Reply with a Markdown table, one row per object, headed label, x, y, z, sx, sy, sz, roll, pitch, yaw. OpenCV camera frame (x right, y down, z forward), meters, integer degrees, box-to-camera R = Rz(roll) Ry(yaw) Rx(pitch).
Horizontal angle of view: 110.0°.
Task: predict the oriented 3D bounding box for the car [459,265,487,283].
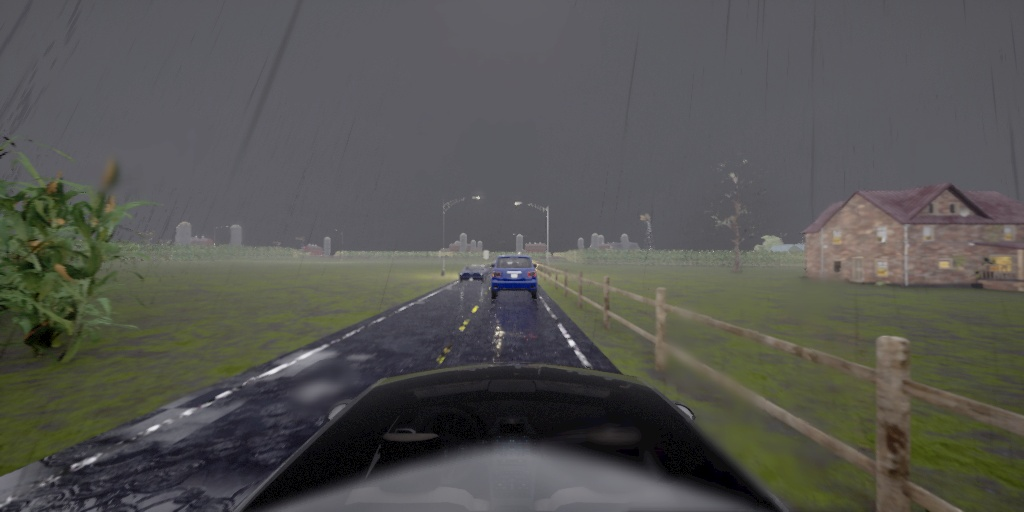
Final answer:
| label | x | y | z | sx | sy | sz | roll | pitch | yaw |
| --- | --- | --- | --- | --- | --- | --- | --- | --- | --- |
| car | -2.854 | 1.336 | 27.313 | 1.895 | 1.301 | 4.718 | 0 | 0 | 0 |

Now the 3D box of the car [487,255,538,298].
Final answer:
| label | x | y | z | sx | sy | sz | roll | pitch | yaw |
| --- | --- | --- | --- | --- | --- | --- | --- | --- | --- |
| car | 0.098 | 0.965 | 18.358 | 2.150 | 2.045 | 5.566 | 0 | 0 | 0 |
